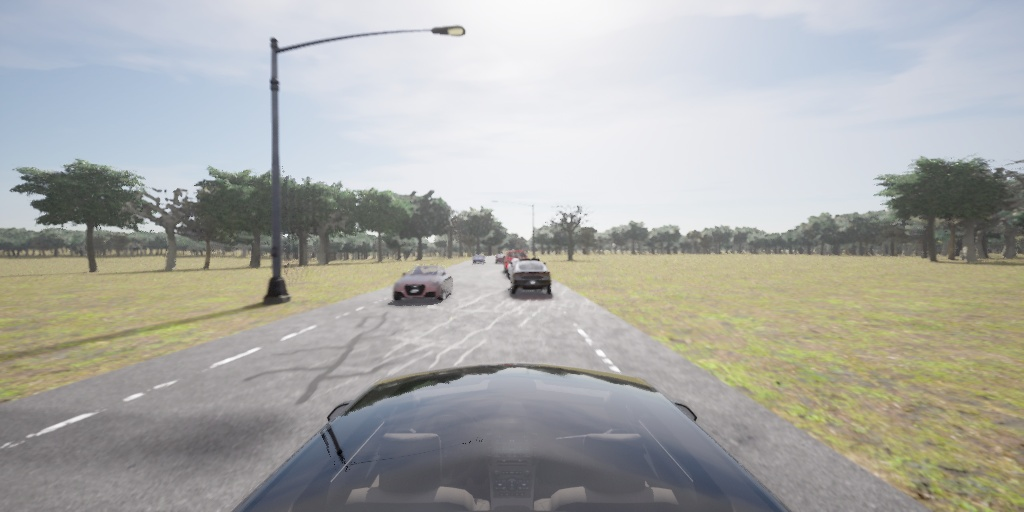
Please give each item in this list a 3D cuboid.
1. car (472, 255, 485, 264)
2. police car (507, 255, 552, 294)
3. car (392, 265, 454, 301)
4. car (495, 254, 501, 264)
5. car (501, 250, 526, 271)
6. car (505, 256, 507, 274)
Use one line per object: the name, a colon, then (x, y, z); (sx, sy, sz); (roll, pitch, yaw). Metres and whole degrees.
car: (-5.175, 0.497, 56.323); (1.812, 1.442, 4.674); (0, 1, -2)
police car: (0.868, 0.925, 18.441); (1.930, 1.638, 5.238); (0, 1, -1)
car: (-3.741, 1.114, 15.679); (1.994, 1.385, 4.181); (0, 1, -1)
car: (-1.626, 0.478, 57.138); (1.812, 1.442, 4.674); (0, 1, -2)
car: (0.343, 0.492, 34.405); (2.150, 2.045, 5.566); (0, 1, -2)
car: (0.583, 0.882, 28.365); (1.812, 1.442, 4.674); (0, 1, -2)
